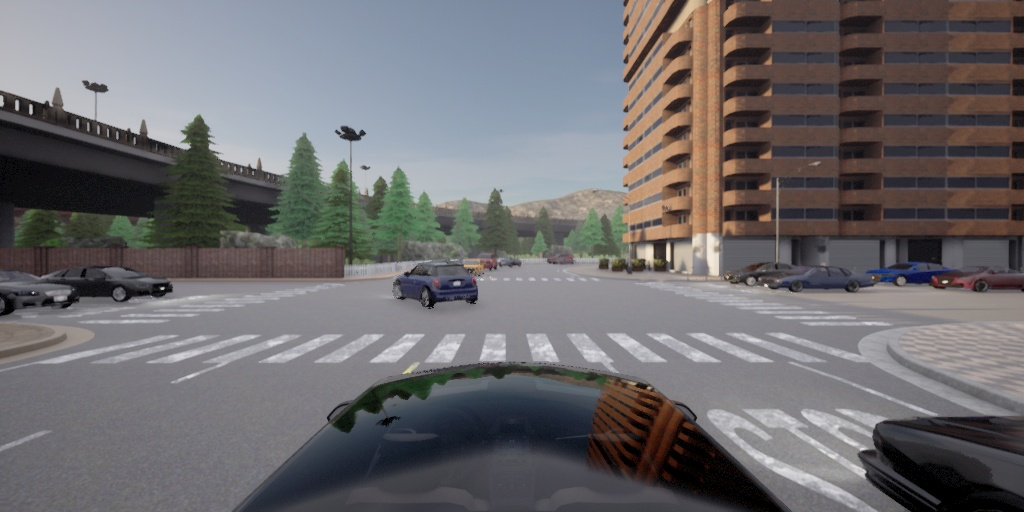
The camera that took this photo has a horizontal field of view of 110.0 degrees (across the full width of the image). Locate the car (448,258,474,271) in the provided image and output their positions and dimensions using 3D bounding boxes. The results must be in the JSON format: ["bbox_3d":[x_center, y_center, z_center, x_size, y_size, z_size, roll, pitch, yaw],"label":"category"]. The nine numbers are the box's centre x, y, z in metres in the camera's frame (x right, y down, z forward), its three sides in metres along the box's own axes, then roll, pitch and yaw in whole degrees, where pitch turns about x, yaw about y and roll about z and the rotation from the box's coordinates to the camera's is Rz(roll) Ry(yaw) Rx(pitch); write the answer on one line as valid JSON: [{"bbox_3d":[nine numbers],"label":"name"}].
[{"bbox_3d":[-6.231,1.031,44.525,1.994,1.385,4.181,0,0,9],"label":"car"}]

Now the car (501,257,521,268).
[{"bbox_3d":[-0.258,0.905,52.554,2.128,1.511,4.902,0,1,26],"label":"car"}]

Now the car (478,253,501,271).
[{"bbox_3d":[-3.129,0.702,42.557,2.150,2.045,5.566,0,0,7],"label":"car"}]

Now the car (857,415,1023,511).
[{"bbox_3d":[3.591,1.307,0.239,2.033,1.411,5.357,0,0,0],"label":"car"}]

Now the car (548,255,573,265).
[{"bbox_3d":[9.036,0.901,64.266,4.181,1.385,1.994,0,0,-38],"label":"car"}]

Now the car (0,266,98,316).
[{"bbox_3d":[-18.286,1.225,12.575,4.902,1.511,2.128,0,0,0],"label":"car"}]

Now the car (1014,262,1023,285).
[{"bbox_3d":[36.544,1.153,23.250,4.902,1.511,2.128,0,0,0],"label":"car"}]

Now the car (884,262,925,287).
[{"bbox_3d":[25.891,1.140,23.275,5.008,1.535,1.882,0,0,0],"label":"car"}]

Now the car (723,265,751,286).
[{"bbox_3d":[16.408,1.168,23.278,4.892,1.490,1.837,0,0,0],"label":"car"}]

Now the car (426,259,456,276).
[{"bbox_3d":[-6.929,1.033,35.288,1.837,1.490,4.892,0,0,2],"label":"car"}]

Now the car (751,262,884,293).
[{"bbox_3d":[16.658,1.233,19.759,5.357,1.411,2.033,0,0,0],"label":"car"}]

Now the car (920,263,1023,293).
[{"bbox_3d":[25.888,1.250,19.773,4.181,1.385,1.994,0,0,1],"label":"car"}]

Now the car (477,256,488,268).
[{"bbox_3d":[-3.601,1.024,32.636,1.882,1.535,5.008,0,0,1],"label":"car"}]

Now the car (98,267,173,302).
[{"bbox_3d":[-18.142,1.216,16.094,4.892,1.490,1.837,0,0,-1],"label":"car"}]

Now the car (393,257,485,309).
[{"bbox_3d":[-3.349,1.048,15.155,2.097,1.767,4.553,-1,1,-37],"label":"car"}]
